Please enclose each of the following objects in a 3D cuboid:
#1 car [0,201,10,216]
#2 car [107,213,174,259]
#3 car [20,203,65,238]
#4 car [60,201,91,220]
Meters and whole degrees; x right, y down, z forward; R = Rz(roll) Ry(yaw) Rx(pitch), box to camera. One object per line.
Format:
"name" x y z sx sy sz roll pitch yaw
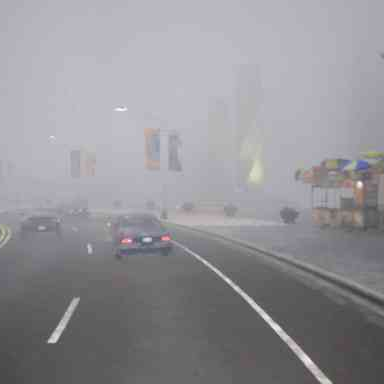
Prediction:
"car" -18.525 1.493 30.838 4.674 1.442 1.812 0 0 41
"car" -2.108 1.505 12.566 2.033 1.411 5.357 0 0 -17
"car" -7.958 1.493 17.521 1.812 1.442 4.674 0 0 -25
"car" -10.202 1.485 27.537 2.033 1.411 5.357 0 0 -40
